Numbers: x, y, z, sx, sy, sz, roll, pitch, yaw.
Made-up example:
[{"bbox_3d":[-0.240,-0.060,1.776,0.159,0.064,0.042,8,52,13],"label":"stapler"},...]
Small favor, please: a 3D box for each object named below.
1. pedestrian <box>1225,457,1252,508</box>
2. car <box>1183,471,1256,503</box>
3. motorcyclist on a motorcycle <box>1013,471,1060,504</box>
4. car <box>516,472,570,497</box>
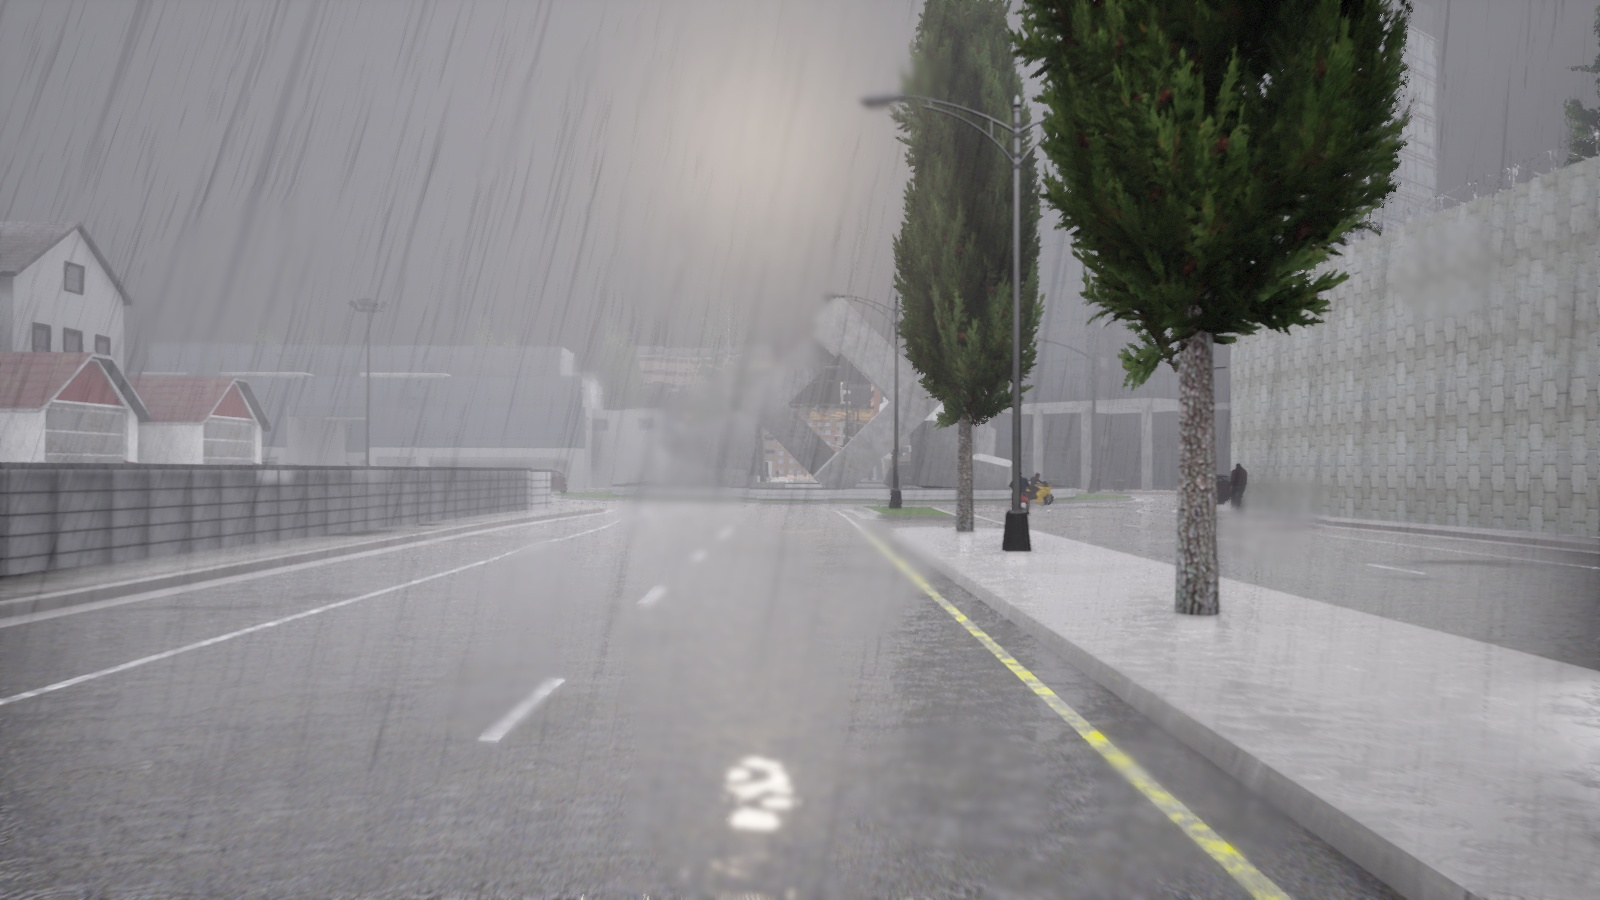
[{"bbox_3d":[15.991,1.173,45.831,0.634,1.844,0.899,0,-1,-1],"label":"pedestrian"},{"bbox_3d":[20.496,1.771,61.252,1.816,1.474,4.193,-1,-1,42],"label":"car"},{"bbox_3d":[10.899,1.721,57.835,2.044,1.523,0.797,0,-2,-24],"label":"motorcyclist on a motorcycle"},{"bbox_3d":[-16.578,2.217,81.108,1.789,1.549,3.705,-1,-1,20],"label":"car"}]
